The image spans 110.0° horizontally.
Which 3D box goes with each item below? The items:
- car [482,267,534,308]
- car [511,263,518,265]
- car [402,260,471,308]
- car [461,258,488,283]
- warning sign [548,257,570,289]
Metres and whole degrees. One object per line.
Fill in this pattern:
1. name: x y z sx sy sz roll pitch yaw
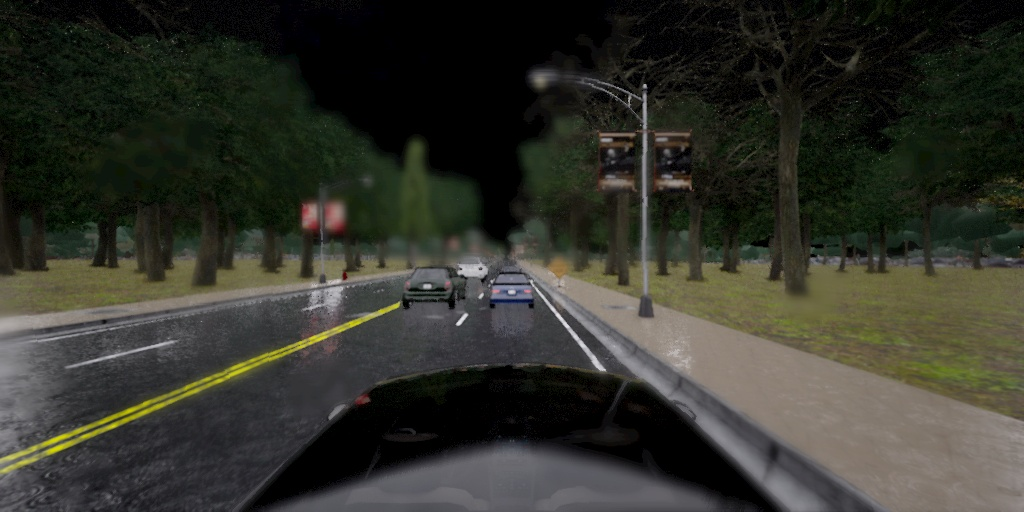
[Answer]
1. car: -0.010 1.408 15.848 2.033 1.411 5.357 0 0 0
2. car: -0.046 1.562 30.971 1.895 1.301 4.718 0 0 0
3. car: -3.259 1.211 15.924 2.097 1.767 4.553 0 -1 0
4. car: -3.296 1.178 30.869 2.150 2.045 5.566 0 0 0
5. warning sign: 2.829 1.015 21.337 1.300 1.860 1.060 0 0 0
